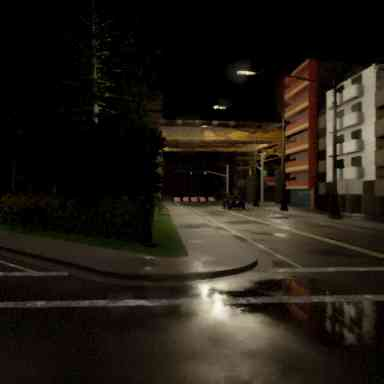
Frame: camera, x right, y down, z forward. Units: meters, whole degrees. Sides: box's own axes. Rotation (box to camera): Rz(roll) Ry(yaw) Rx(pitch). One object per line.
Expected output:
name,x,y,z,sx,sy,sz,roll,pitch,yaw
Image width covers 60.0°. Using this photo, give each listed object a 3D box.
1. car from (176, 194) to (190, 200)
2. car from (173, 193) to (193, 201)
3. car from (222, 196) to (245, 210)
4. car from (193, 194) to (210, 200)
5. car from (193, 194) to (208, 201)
car,-2.035,1.126,76.101,1.853,1.218,4.536,0,0,19
car,-2.051,1.284,76.052,2.038,1.542,4.974,0,0,19
car,5.202,1.251,42.143,2.097,1.767,4.553,0,0,-6
car,2.095,1.121,76.219,1.853,1.218,4.536,0,0,-26
car,2.119,1.279,76.172,2.038,1.542,4.974,0,0,-26
